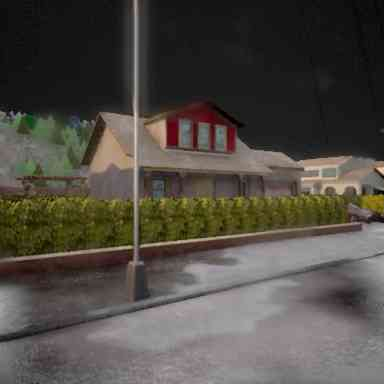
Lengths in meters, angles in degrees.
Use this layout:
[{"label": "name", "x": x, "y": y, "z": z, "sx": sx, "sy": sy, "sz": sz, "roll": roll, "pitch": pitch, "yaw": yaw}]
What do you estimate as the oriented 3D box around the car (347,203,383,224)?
[{"label": "car", "x": 9.817, "y": 1.352, "z": 22.399, "sx": 2.033, "sy": 1.415, "sz": 5.357, "roll": 0, "pitch": 0, "yaw": -33}]
